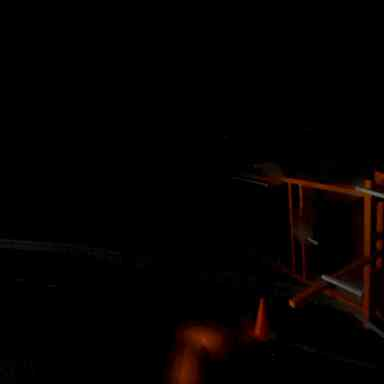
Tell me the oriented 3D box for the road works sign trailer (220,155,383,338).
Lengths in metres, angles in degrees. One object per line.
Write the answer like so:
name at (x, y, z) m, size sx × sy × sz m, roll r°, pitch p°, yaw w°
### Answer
road works sign trailer at (1.699, 0.723, 5.664) m, size 2.880 × 2.380 × 3.560 m, roll -17°, pitch 18°, yaw -28°
